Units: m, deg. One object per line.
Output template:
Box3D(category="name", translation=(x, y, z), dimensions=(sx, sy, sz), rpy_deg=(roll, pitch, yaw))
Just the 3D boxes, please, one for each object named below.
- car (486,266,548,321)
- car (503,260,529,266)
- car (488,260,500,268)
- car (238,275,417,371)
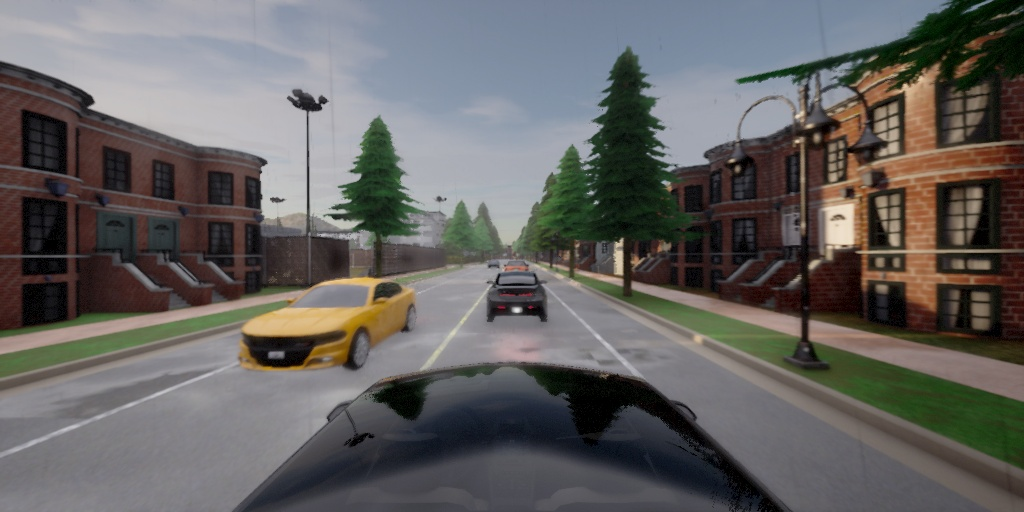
Box3D(category="car", translation=(0.169, 1.254, 12.388), dimensions=(1.837, 1.490, 4.892), rpy_deg=(0, 0, 1))
Box3D(category="car", translation=(0.366, 1.099, 29.813), dimensions=(2.097, 1.767, 4.553), rpy_deg=(0, 0, 1))
Box3D(category="car", translation=(-2.917, 1.309, 58.585), dimensions=(2.033, 1.411, 5.357), rpy_deg=(0, 0, 1))
Box3D(category="car", translation=(-3.579, 1.245, 7.988), dimensions=(1.882, 1.535, 5.008), rpy_deg=(0, 0, 1))
